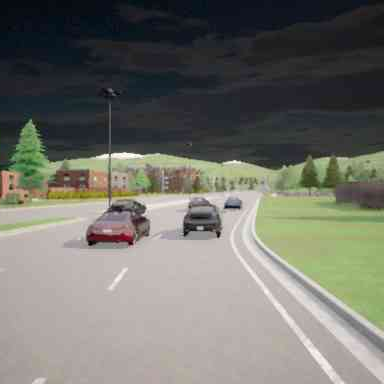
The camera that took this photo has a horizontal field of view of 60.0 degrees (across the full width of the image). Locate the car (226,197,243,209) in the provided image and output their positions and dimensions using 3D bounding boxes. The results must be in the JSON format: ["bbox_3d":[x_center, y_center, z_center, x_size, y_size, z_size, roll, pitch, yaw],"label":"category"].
[{"bbox_3d":[4.982,1.308,39.744,1.994,1.385,4.181,0,0,12],"label":"car"}]

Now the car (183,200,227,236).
[{"bbox_3d":[0.707,1.395,17.608,1.837,1.490,4.892,0,0,8],"label":"car"}]

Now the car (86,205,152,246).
[{"bbox_3d":[-3.128,1.479,14.970,1.994,1.385,4.181,0,0,5],"label":"car"}]

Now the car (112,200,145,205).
[{"bbox_3d":[-4.938,1.357,26.058,1.837,1.490,4.892,0,0,10],"label":"car"}]

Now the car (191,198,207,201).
[{"bbox_3d":[0.835,1.318,37.050,2.033,1.411,5.357,0,0,12],"label":"car"}]
